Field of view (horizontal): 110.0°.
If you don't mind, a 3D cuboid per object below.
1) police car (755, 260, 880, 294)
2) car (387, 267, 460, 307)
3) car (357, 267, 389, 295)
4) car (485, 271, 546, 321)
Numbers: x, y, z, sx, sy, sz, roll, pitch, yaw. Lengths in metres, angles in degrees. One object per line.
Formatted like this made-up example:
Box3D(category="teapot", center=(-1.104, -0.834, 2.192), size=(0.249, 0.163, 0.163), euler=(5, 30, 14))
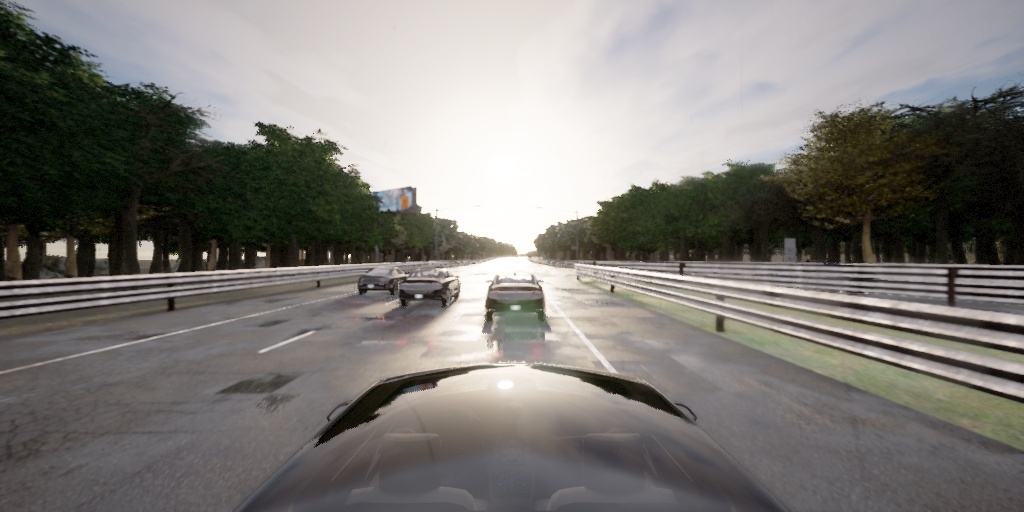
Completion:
Box3D(category="police car", center=(14.843, 1.017, 17.999), size=(2.038, 1.542, 4.974), euler=(0, 0, -15))
Box3D(category="car", center=(-3.399, 1.262, 15.499), size=(2.128, 1.511, 4.902), euler=(0, 0, 0))
Box3D(category="car", center=(-6.899, 1.306, 19.811), size=(1.812, 1.442, 4.674), euler=(0, 0, 0))
Box3D(category="car", center=(0.100, 1.256, 12.574), size=(2.128, 1.511, 4.902), euler=(0, 0, 0))
